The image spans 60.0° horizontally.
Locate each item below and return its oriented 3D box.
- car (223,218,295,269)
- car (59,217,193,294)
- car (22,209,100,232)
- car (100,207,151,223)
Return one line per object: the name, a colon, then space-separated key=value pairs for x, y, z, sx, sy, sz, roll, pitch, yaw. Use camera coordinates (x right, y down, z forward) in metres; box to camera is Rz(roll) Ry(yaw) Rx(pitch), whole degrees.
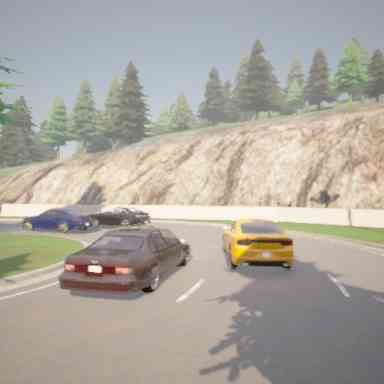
car: x=2.191 y=1.653 z=11.846 sx=1.882 sy=1.535 sz=5.008 roll=0 pitch=-1 yaw=2
car: x=-1.421 y=1.669 z=9.281 sx=2.033 sy=1.411 sz=5.357 roll=0 pitch=-1 yaw=13
car: x=-8.446 y=1.769 z=20.908 sx=4.674 sy=1.442 sz=1.812 roll=0 pitch=-1 yaw=22
car: x=-5.105 y=1.786 z=23.351 sx=4.902 sy=1.511 sz=2.128 roll=0 pitch=-1 yaw=31
